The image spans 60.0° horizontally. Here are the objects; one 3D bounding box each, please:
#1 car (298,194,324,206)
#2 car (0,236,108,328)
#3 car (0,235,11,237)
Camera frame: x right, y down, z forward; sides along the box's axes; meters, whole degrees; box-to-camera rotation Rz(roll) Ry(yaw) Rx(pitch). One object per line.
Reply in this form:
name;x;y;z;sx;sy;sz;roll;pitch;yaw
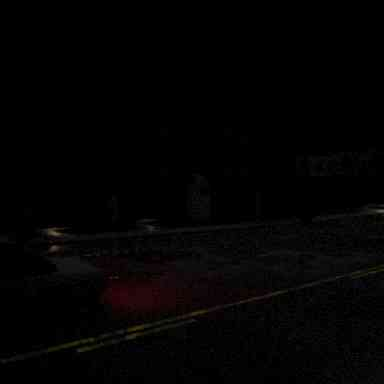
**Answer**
car;14.890;0.962;42.158;3.806;1.475;1.970;-2;1;-35
car;-3.958;1.599;5.466;4.718;1.301;1.895;1;0;-36
car;-6.710;1.514;7.801;4.674;1.442;1.812;1;0;-36
